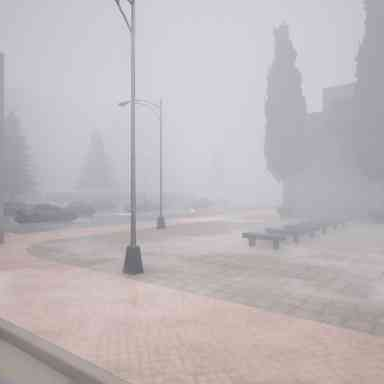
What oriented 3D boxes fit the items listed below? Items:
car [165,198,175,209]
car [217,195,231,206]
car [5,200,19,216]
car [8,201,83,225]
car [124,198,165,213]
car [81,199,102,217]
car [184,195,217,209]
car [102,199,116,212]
[{"bbox_3d":[-4.345,1.505,43.851,1.837,1.490,4.892,0,0,38],"label":"car"},{"bbox_3d":[4.100,1.564,54.704,1.994,1.385,4.181,0,0,38],"label":"car"},{"bbox_3d":[-16.246,1.505,28.512,1.837,1.490,4.892,0,0,39],"label":"car"},{"bbox_3d":[-10.544,1.564,24.135,1.994,1.385,4.181,0,0,38],"label":"car"},{"bbox_3d":[-5.473,1.564,36.656,1.994,1.385,4.181,0,0,38],"label":"car"},{"bbox_3d":[-10.781,1.526,29.754,1.812,1.442,4.674,0,0,37],"label":"car"},{"bbox_3d":[0.872,1.505,44.874,1.837,1.490,4.892,0,0,38],"label":"car"},{"bbox_3d":[-10.459,1.491,35.936,2.128,1.511,4.902,0,0,38],"label":"car"}]
